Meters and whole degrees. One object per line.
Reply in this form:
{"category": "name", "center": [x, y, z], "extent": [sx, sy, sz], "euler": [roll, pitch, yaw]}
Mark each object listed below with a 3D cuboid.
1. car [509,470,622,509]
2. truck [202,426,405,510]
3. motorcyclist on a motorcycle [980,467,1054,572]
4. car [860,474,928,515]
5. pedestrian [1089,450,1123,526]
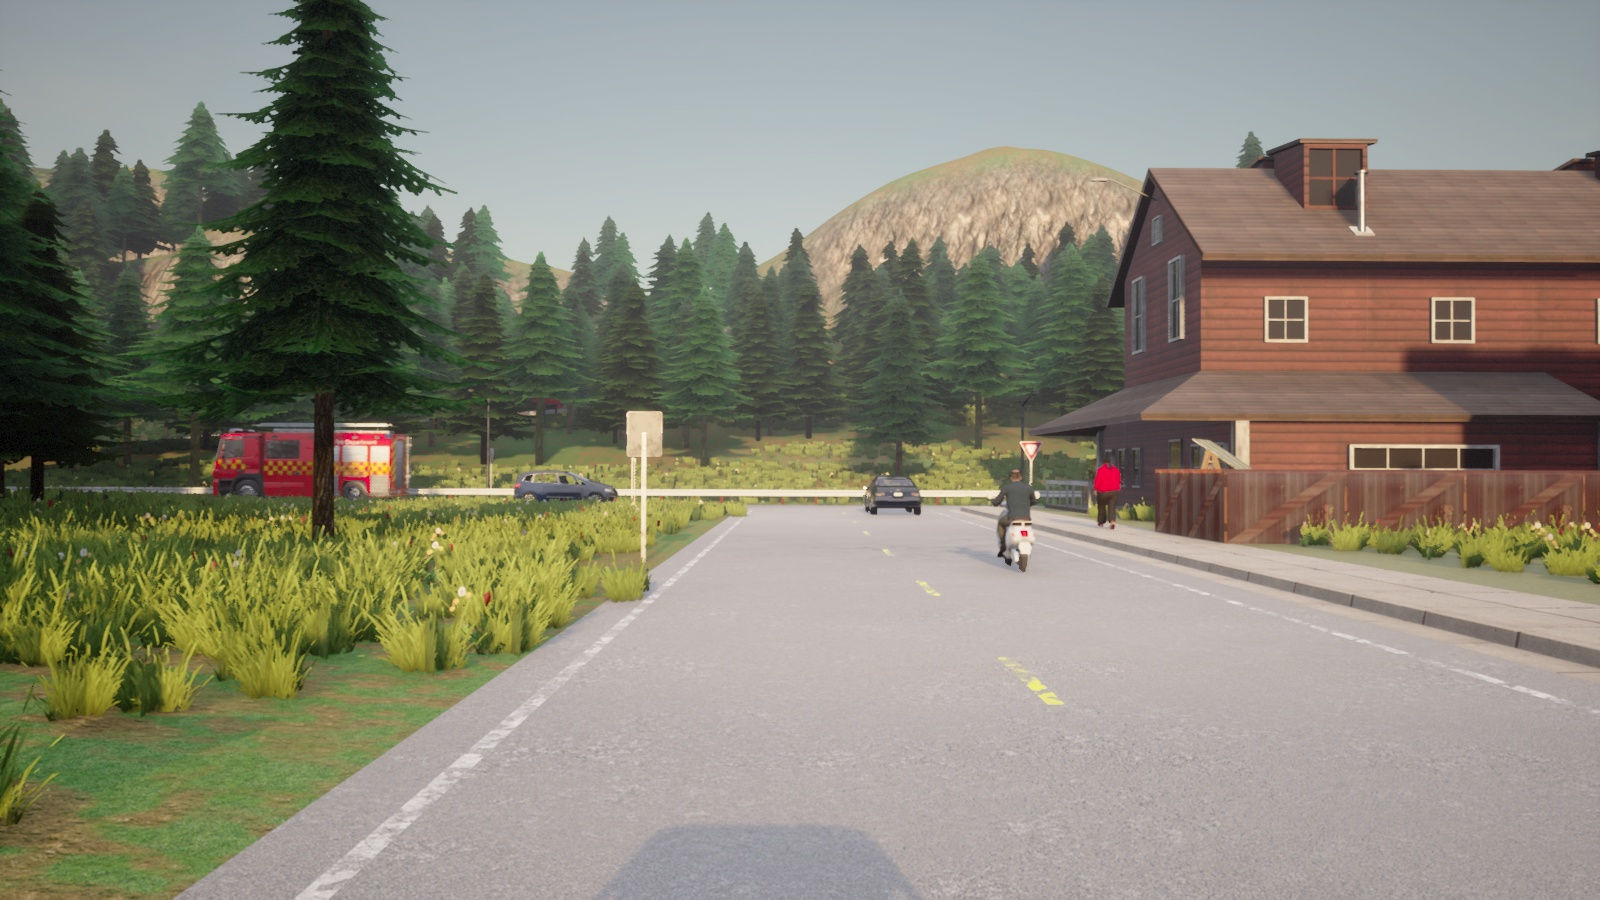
{"category": "car", "center": [-10.405, 1.743, 56.023], "extent": [4.611, 1.667, 2.242], "euler": [0, -1, 0]}
{"category": "truck", "center": [-23.396, 0.842, 59.490], "extent": [8.468, 3.827, 2.891], "euler": [0, -1, 0]}
{"category": "motorcyclist on a motorcycle", "center": [3.452, 1.078, 20.131], "extent": [0.866, 1.590, 1.817], "euler": [0, -1, 0]}
{"category": "car", "center": [3.392, 1.592, 46.155], "extent": [2.033, 1.411, 5.357], "euler": [0, -1, 0]}
{"category": "pedestrian", "center": [7.558, 0.939, 31.033], "extent": [0.634, 1.844, 0.899], "euler": [0, -1, 1]}
